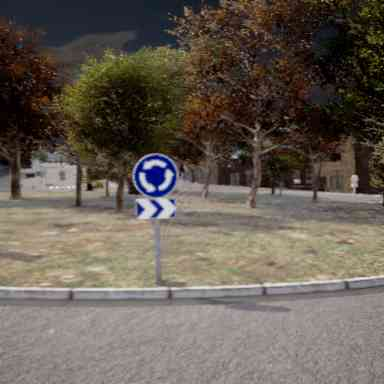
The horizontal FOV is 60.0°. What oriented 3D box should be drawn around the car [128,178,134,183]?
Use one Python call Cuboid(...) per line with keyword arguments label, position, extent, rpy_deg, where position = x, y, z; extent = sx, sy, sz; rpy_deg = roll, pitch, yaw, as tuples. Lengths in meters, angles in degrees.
Cuboid(label="car", position=(-13.079, -3.049, 77.789), extent=(4.892, 1.521, 2.231), rpy_deg=(-4, 8, -44))
